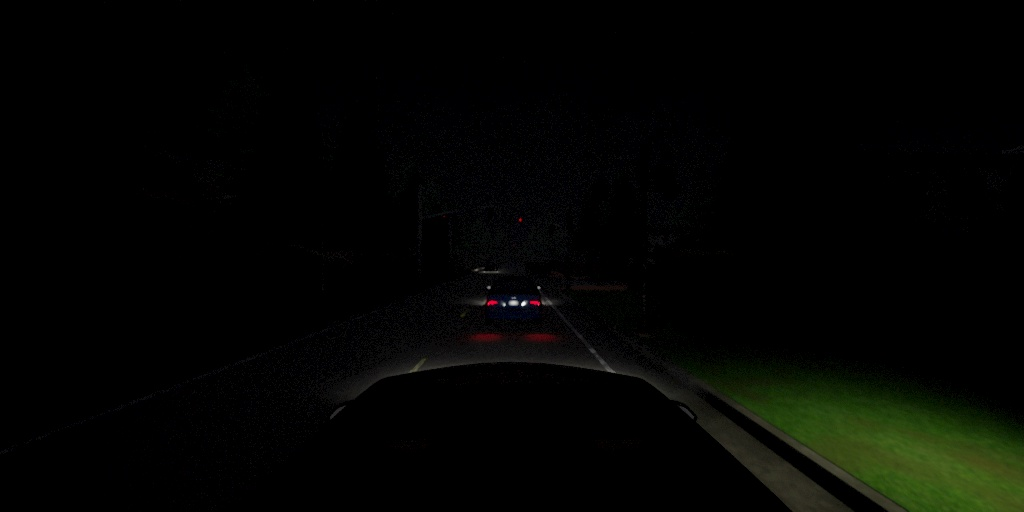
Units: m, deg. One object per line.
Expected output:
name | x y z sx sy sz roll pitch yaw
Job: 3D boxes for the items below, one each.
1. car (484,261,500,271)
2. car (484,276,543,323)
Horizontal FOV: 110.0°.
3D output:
car | -3.541 1.713 61.340 2.097 1.767 4.553 0 -1 1
car | 0.066 1.410 12.687 2.033 1.411 5.357 0 -1 0
